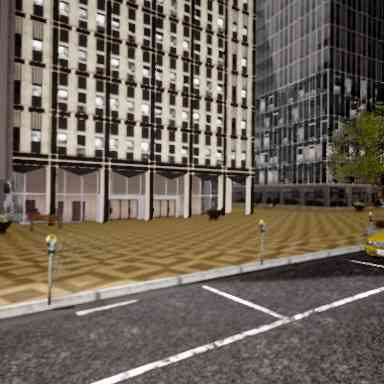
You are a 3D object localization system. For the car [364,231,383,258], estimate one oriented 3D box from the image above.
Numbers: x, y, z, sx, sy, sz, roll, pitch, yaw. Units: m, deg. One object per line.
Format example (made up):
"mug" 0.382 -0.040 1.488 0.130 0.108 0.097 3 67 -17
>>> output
"car" 7.675 1.470 11.178 4.829 1.417 1.752 0 1 -33
